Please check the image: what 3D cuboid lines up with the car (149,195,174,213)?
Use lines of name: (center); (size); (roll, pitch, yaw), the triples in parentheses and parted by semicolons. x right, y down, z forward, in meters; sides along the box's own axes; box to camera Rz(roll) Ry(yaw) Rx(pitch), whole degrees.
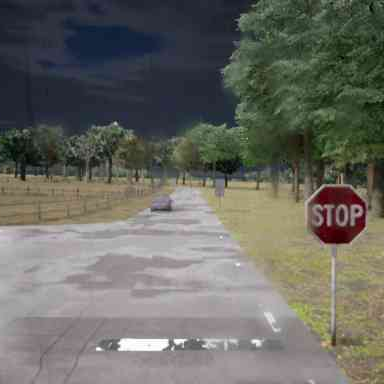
car: (-2.694, 1.090, 30.355); (1.837, 1.490, 4.892); (0, 2, 0)
